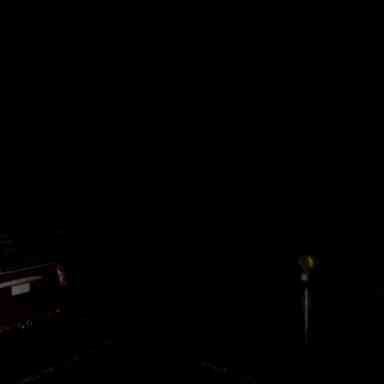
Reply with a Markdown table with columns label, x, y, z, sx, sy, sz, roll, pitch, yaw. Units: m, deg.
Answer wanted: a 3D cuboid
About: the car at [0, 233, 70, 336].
| label | x | y | z | sx | sy | sz | roll | pitch | yaw |
| --- | --- | --- | --- | --- | --- | --- | --- | --- | --- |
| car | -4.079 | 1.445 | 5.988 | 4.097 | 1.590 | 1.967 | 0 | 0 | 36 |
